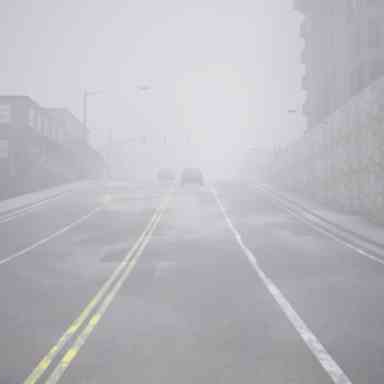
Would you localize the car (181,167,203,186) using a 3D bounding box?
[{"bbox_3d":[0.007,-1.592,31.932,2.097,1.767,4.553,0,7,0],"label":"car"}]

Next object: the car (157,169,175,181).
[{"bbox_3d":[-3.507,-2.180,45.539,2.150,2.045,5.566,0,0,0],"label":"car"}]
